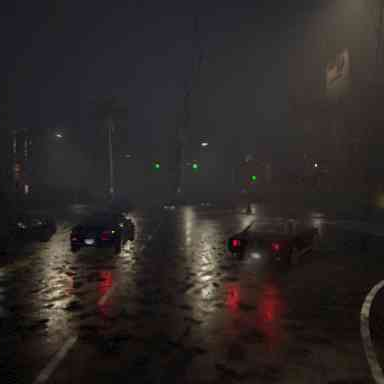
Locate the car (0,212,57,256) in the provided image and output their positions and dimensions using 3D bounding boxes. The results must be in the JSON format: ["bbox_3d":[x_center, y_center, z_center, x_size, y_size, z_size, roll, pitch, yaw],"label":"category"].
[{"bbox_3d":[-7.214,1.531,13.235,2.033,1.411,5.357,0,0,0],"label":"car"}]

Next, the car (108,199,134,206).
[{"bbox_3d":[-7.164,1.460,33.819,1.882,1.535,5.008,0,0,2],"label":"car"}]

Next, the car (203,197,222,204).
[{"bbox_3d":[3.920,1.567,63.824,1.994,1.385,4.181,0,0,42],"label":"car"}]

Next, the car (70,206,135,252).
[{"bbox_3d":[-3.526,1.517,13.652,1.812,1.442,4.674,0,0,-1],"label":"car"}]

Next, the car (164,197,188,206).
[{"bbox_3d":[-2.503,1.538,54.214,2.033,1.411,5.357,0,0,27],"label":"car"}]

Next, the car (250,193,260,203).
[{"bbox_3d":[14.292,1.247,67.866,5.566,2.045,2.150,0,0,-35],"label":"car"}]

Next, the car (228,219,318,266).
[{"bbox_3d":[3.092,1.607,11.786,1.895,1.301,4.718,0,0,32],"label":"car"}]
